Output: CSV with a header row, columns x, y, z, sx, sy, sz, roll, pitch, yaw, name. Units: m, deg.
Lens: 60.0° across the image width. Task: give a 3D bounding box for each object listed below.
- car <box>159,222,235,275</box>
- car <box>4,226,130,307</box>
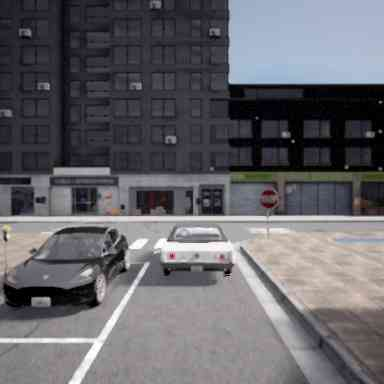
x,y,z,sx,sy,sz,roll,pitch,yaw,name
0.176,1.572,10.291,1.895,1.301,4.718,0,0,1,car
-2.639,1.544,7.983,1.947,1.339,4.313,0,0,0,car
